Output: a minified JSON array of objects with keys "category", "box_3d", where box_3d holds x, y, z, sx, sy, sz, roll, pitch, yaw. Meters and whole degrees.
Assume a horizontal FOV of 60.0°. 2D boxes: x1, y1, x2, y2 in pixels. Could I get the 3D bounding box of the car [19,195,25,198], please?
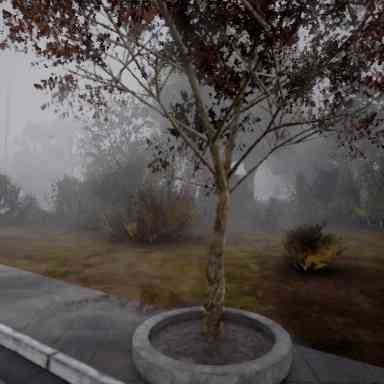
[{"category":"car","box_3d":[-22.628,1.171,43.321,1.837,1.490,4.892,1,0,32]}]
